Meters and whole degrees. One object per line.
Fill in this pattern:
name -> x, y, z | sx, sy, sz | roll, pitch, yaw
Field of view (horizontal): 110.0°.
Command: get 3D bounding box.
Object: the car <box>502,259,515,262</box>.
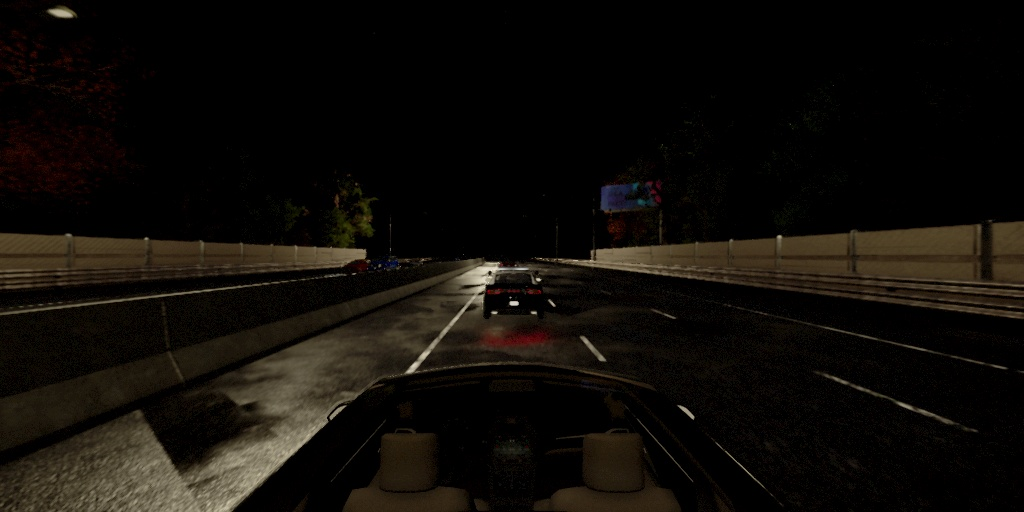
car -> -0.414, 1.091, 42.841 | 2.097, 1.767, 4.553 | 0, 0, -1

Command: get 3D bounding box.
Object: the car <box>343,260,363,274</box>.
car -> -18.090, 1.222, 42.196 | 1.882, 1.535, 5.008 | 0, 0, -1

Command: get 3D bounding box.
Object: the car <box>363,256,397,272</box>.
car -> -14.560, 0.965, 40.812 | 2.150, 2.045, 5.566 | 0, 0, -1

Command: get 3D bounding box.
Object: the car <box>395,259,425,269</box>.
car -> -11.049, 1.236, 40.389 | 2.128, 1.511, 4.902 | 0, 0, -1

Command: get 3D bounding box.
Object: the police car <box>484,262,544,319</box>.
police car -> 0.048, 1.173, 13.018 | 1.930, 1.638, 5.238 | 0, 0, 0
